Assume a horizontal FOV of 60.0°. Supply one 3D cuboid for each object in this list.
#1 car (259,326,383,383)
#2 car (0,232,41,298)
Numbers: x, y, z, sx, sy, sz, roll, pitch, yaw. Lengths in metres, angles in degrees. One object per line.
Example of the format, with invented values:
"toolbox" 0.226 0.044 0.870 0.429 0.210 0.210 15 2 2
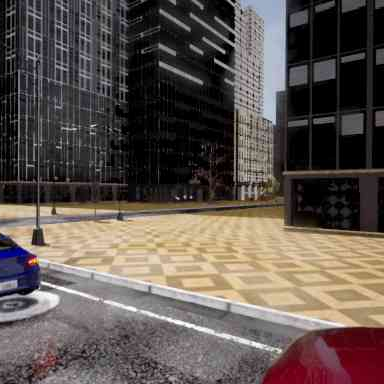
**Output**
"car" 2.419 1.564 1.950 4.181 1.385 1.994 0 0 35
"car" -5.179 1.523 7.384 4.674 1.442 1.812 0 0 36
